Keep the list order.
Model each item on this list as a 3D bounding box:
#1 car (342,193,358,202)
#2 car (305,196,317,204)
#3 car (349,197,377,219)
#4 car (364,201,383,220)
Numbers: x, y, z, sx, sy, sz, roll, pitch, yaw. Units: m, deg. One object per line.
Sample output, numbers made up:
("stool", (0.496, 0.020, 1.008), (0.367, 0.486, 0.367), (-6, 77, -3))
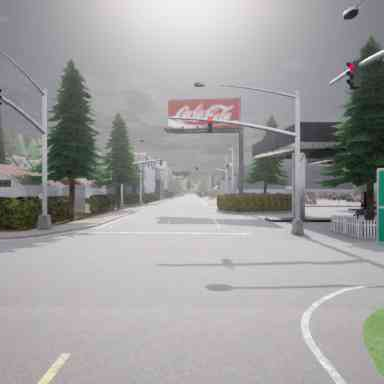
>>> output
("car", (34.940, 1.490, 71.797), (2.007, 1.523, 4.514), (0, 0, 0))
("car", (22.532, 1.553, 64.012), (1.970, 1.475, 3.806), (0, 0, 0))
("car", (14.379, 1.505, 24.949), (3.866, 1.878, 1.905), (0, 0, 0))
("car", (18.709, 1.672, 30.617), (4.611, 1.667, 2.242), (0, 0, 0))
